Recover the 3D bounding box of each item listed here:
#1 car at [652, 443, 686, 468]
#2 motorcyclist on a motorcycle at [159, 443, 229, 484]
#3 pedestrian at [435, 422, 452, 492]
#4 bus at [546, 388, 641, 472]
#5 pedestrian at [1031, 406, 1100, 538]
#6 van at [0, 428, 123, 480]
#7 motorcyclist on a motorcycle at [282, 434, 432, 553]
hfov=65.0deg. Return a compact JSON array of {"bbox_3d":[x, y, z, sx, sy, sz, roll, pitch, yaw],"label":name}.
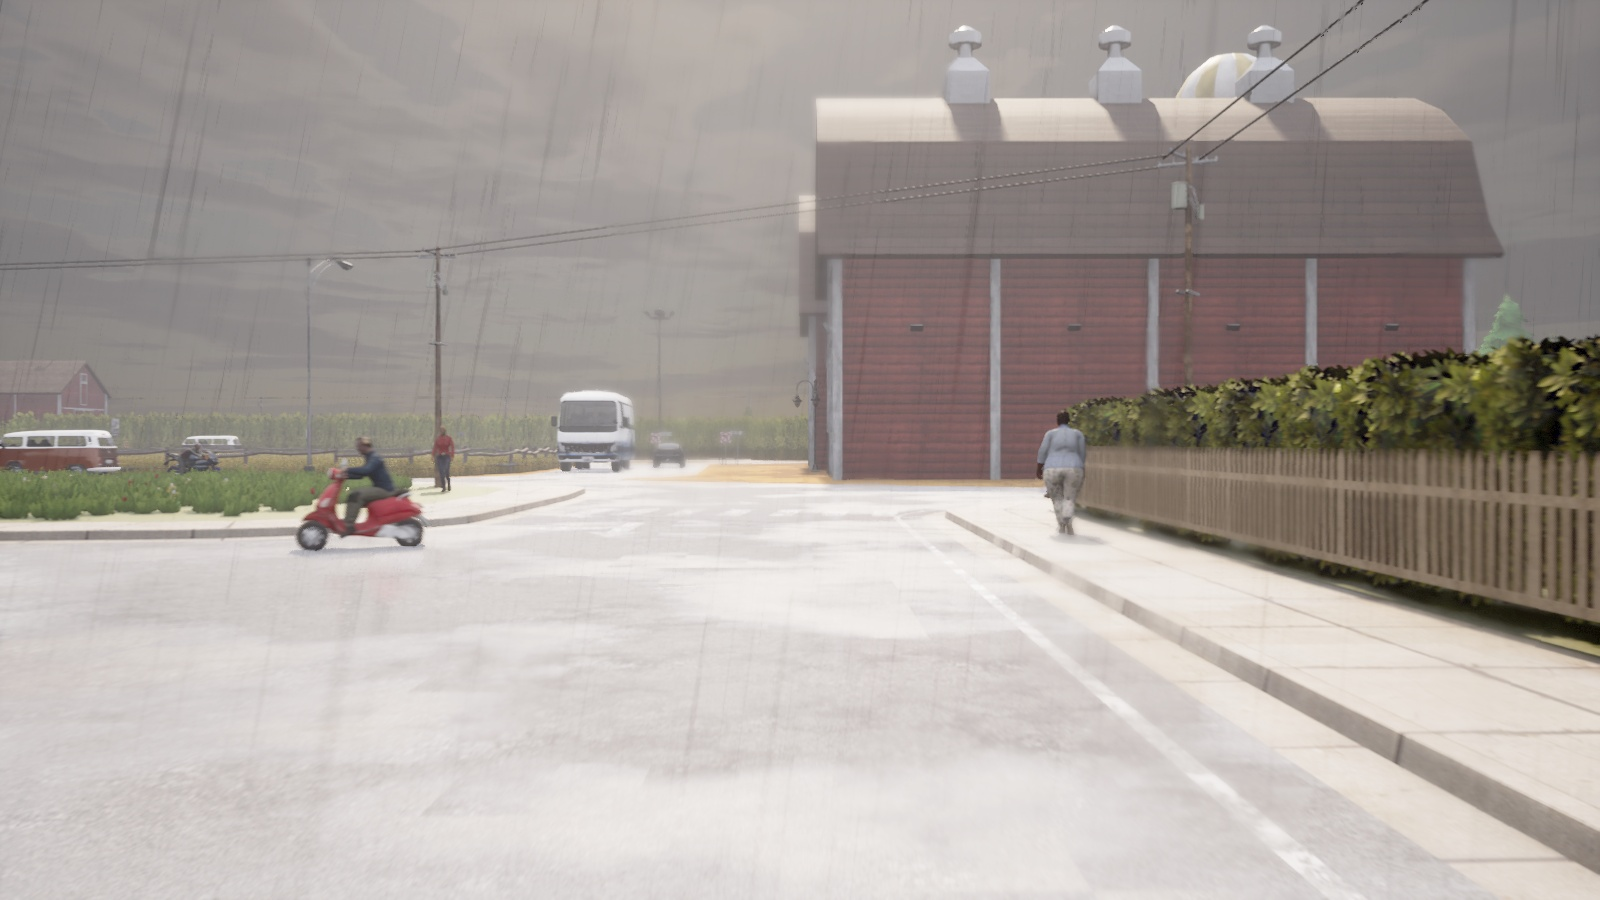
[{"bbox_3d":[-7.988,0.311,76.999,1.837,1.490,4.892,0,0,-3],"label":"car"},{"bbox_3d":[-22.757,0.498,47.159,2.191,1.530,0.866,0,0,0],"label":"motorcyclist on a motorcycle"},{"bbox_3d":[-9.434,0.179,33.219,0.331,1.846,0.636,0,0,-6],"label":"pedestrian"},{"bbox_3d":[-11.079,-1.025,68.550,3.944,4.253,10.273,0,0,-3],"label":"bus"},{"bbox_3d":[3.829,0.303,18.170,0.874,1.855,0.900,0,0,5],"label":"pedestrian"},{"bbox_3d":[-30.150,0.160,50.694,4.480,2.038,2.069,0,0,0],"label":"van"},{"bbox_3d":[-6.178,0.596,17.506,1.817,1.590,0.866,0,-3,-31],"label":"motorcyclist on a motorcycle"}]
